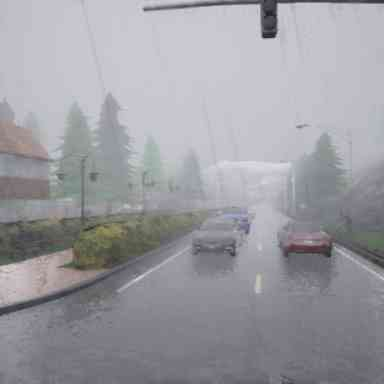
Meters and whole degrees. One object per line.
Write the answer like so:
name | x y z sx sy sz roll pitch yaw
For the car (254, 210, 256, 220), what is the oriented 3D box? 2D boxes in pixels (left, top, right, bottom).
car | 5.317 2.672 34.542 1.994 1.385 4.181 -1 -2 12

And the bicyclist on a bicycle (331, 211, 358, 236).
bicyclist on a bicycle | 9.753 2.032 21.298 1.656 1.620 0.582 -2 -2 12

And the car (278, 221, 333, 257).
car | 4.978 2.002 15.056 1.994 1.385 4.181 -1 -2 12

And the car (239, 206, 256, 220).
car | 7.558 2.794 44.994 2.097 1.767 4.553 -1 -2 12

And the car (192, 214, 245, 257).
car | 1.277 2.003 15.483 1.837 1.490 4.892 -1 -2 12

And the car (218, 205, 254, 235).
car | 3.318 2.030 25.170 2.150 2.045 5.566 -1 -2 12
